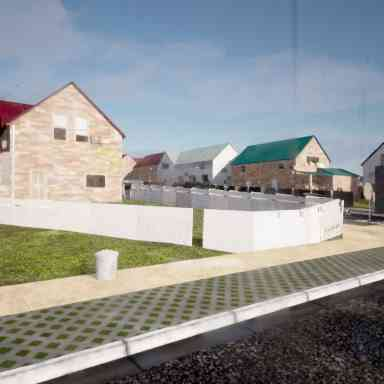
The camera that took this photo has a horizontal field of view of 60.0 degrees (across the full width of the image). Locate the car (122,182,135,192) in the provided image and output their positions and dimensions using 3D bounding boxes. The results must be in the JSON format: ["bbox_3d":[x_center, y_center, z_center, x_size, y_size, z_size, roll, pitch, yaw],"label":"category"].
[{"bbox_3d":[-9.574,-0.643,49.990,1.837,1.490,4.892,1,2,-34],"label":"car"}]

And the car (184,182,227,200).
[{"bbox_3d":[1.182,-0.019,34.101,2.150,2.045,5.566,1,2,-34],"label":"car"}]

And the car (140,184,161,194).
[{"bbox_3d":[-5.947,-0.472,49.689,2.033,1.411,5.357,1,2,-34],"label":"car"}]

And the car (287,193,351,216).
[{"bbox_3d":[8.554,0.880,23.287,1.837,1.490,4.892,1,3,-34],"label":"car"}]

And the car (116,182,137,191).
[{"bbox_3d":[-11.419,-0.949,57.619,1.812,1.442,4.674,1,2,-34],"label":"car"}]
